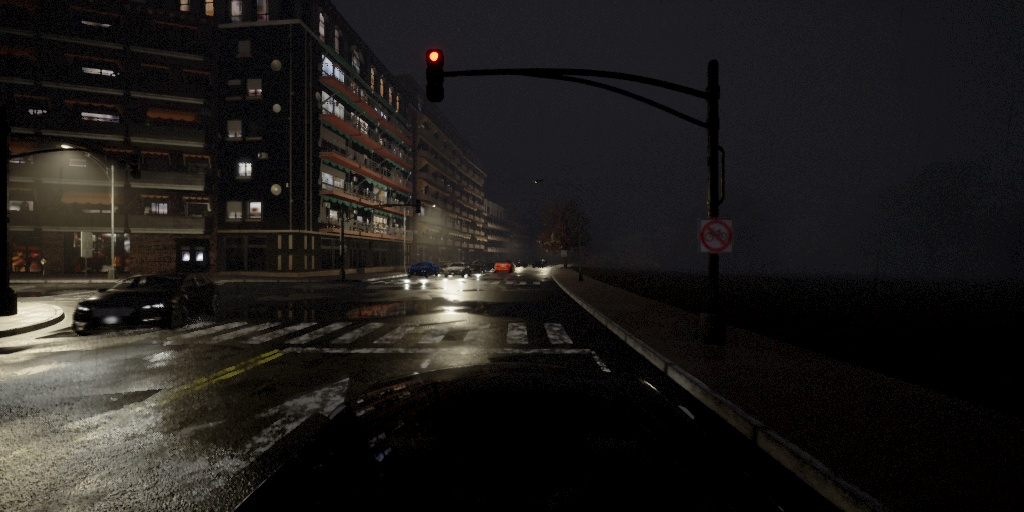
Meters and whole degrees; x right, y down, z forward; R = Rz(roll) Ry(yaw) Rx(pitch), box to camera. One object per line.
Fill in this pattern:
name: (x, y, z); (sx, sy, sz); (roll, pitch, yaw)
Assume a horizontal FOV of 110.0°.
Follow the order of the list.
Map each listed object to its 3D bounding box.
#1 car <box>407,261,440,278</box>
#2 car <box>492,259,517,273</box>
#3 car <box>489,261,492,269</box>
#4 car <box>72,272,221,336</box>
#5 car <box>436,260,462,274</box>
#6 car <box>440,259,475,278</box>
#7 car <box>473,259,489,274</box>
car: (-8.531, 1.286, 34.777); (1.882, 1.535, 5.008); (0, 0, 4)
car: (-0.878, 1.201, 45.120); (2.097, 1.767, 4.553); (0, 0, 6)
car: (-3.343, 1.448, 53.878); (1.994, 1.385, 4.181); (0, 0, 8)
car: (-10.401, 1.250, 10.674); (2.128, 1.511, 4.902); (1, 0, -24)
car: (-7.688, 1.323, 44.310); (1.882, 1.535, 5.008); (0, 0, 6)
car: (-5.246, 1.336, 35.103); (1.812, 1.442, 4.674); (0, 0, 5)
car: (-4.457, 1.349, 43.957); (1.837, 1.490, 4.892); (0, 0, 6)
